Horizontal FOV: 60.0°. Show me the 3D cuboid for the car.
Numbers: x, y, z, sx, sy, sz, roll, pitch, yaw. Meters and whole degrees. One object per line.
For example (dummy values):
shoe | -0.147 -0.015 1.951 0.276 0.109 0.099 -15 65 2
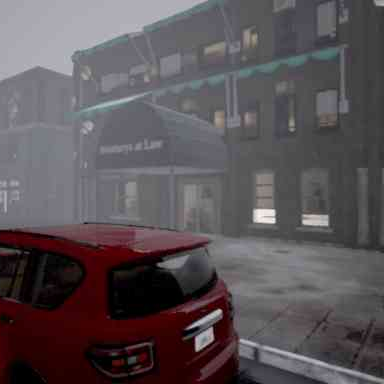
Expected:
car | -1.842 1.322 4.188 5.009 1.841 2.192 0 0 35
